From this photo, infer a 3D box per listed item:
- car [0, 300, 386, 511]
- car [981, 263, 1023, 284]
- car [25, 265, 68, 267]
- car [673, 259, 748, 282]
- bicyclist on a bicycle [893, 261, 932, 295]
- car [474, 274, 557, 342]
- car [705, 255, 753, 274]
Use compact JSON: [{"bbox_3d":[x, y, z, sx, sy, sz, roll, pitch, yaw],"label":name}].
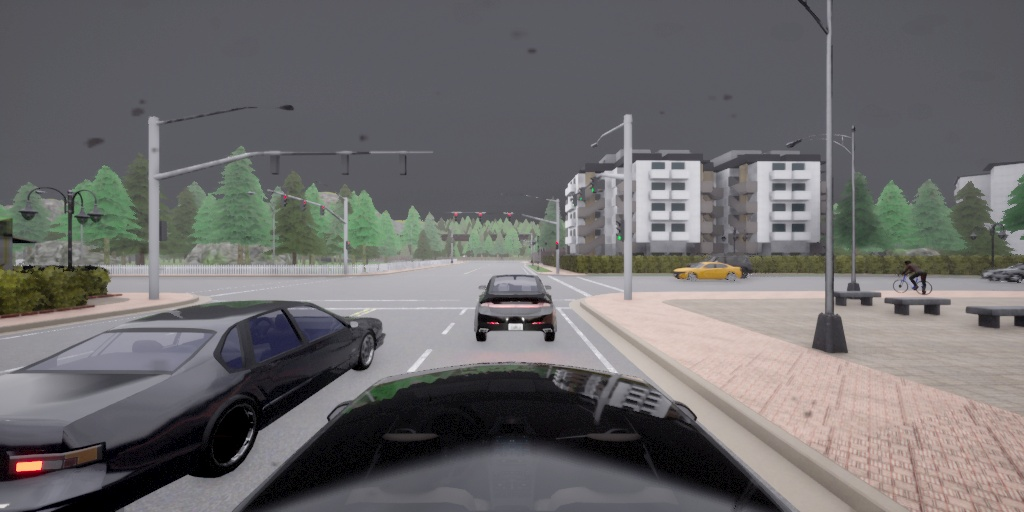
[{"bbox_3d":[-3.444,1.297,4.672,2.033,1.411,5.357,0,0,1],"label":"car"},{"bbox_3d":[37.630,1.241,25.857,4.902,1.511,2.128,0,0,21],"label":"car"},{"bbox_3d":[-26.204,1.241,20.449,4.902,1.511,2.128,0,0,-1],"label":"car"},{"bbox_3d":[15.494,1.227,28.576,5.008,1.535,1.882,0,0,-1],"label":"car"},{"bbox_3d":[19.391,1.050,17.395,0.582,1.620,1.656,0,0,-3],"label":"bicyclist on a bicycle"},{"bbox_3d":[0.084,1.241,9.771,2.128,1.511,4.902,0,0,0],"label":"car"},{"bbox_3d":[18.480,0.971,32.171,5.566,2.045,2.150,0,0,-1],"label":"car"}]
